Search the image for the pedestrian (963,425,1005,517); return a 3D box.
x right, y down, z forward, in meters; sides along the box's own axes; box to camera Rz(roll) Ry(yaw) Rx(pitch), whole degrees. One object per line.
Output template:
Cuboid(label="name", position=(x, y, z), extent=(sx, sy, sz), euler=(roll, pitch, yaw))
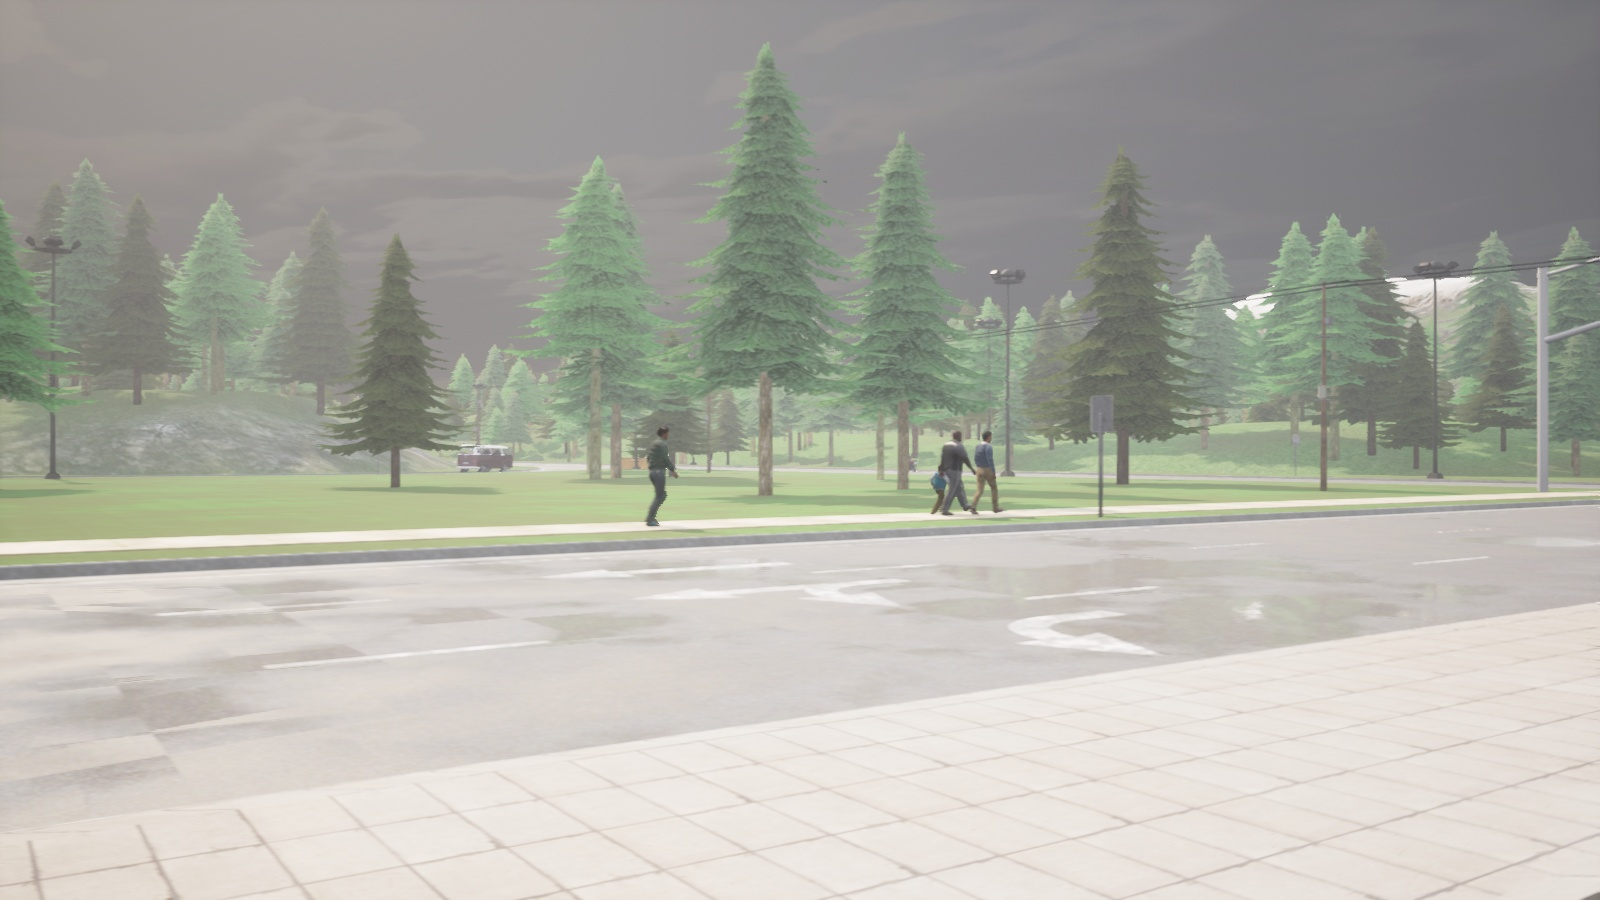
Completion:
Cuboid(label="pedestrian", position=(3.935, 0.441, 26.831), extent=(0.788, 1.949, 0.423), euler=(0, 0, -29))

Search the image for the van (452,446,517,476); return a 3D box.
Cuboid(label="van", position=(-21.903, 0.728, 87.375), extent=(2.069, 2.038, 4.480), euler=(0, 0, 23))

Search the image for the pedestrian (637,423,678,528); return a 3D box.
Cuboid(label="pedestrian", position=(-2.537, 0.444, 22.365), extent=(0.614, 1.847, 0.353), euler=(0, 0, -34))

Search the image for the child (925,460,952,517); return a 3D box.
Cuboid(label="child", position=(2.982, 0.824, 27.035), extent=(0.448, 1.192, 0.343), euler=(0, 0, -35))

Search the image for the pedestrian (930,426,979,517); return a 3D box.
Cuboid(label="pedestrian", position=(3.227, 0.441, 26.259), extent=(0.849, 1.883, 0.563), euler=(0, 0, -29))
